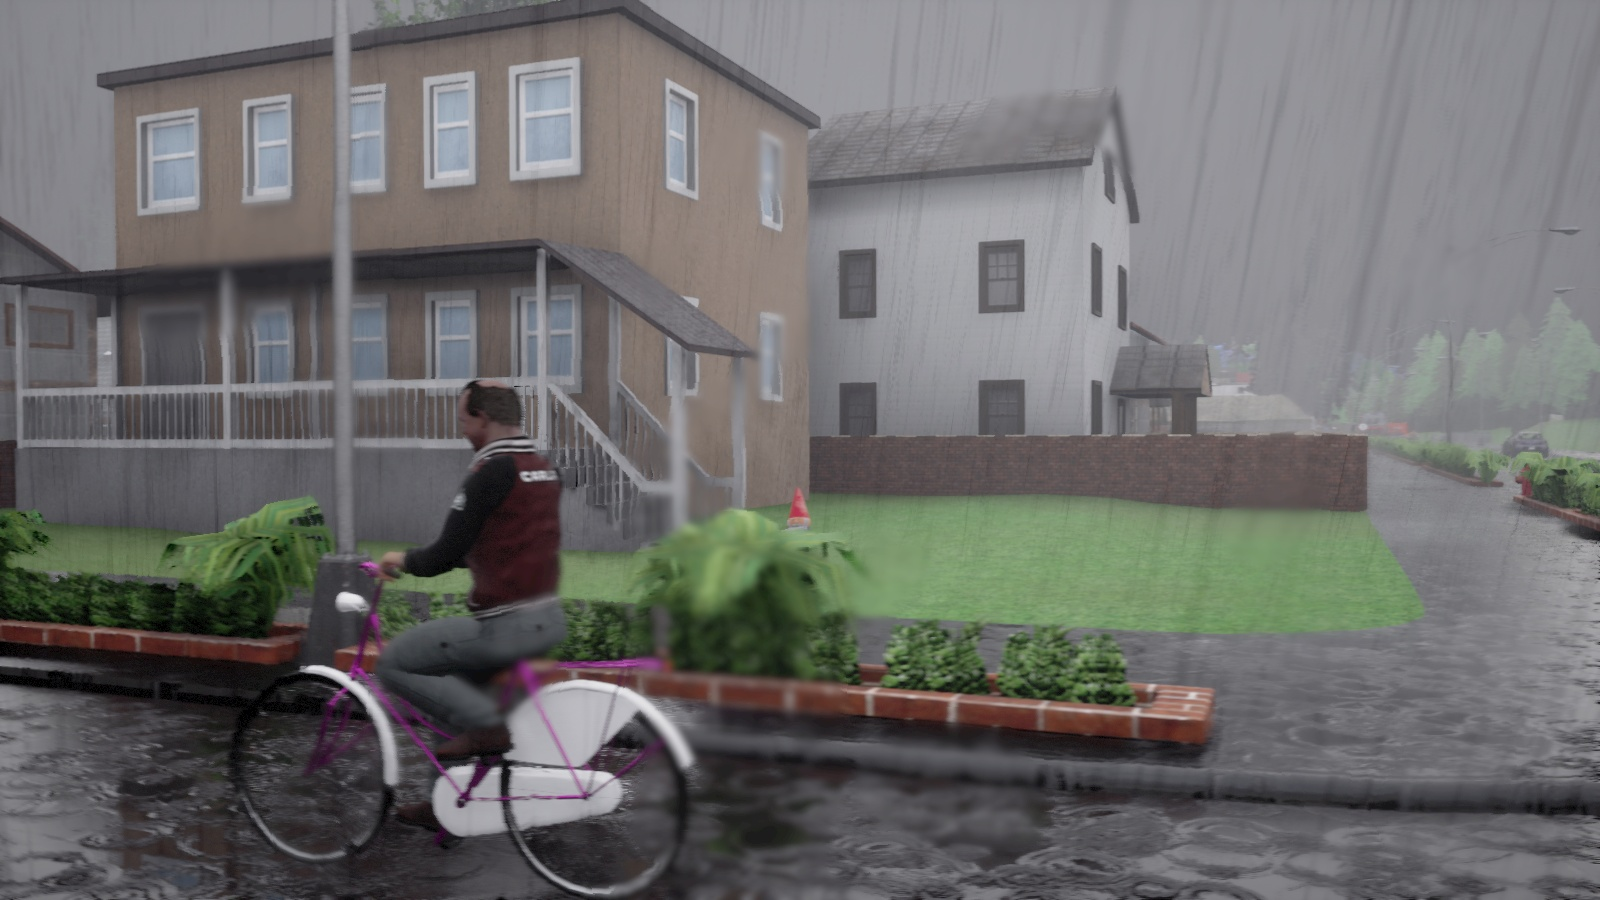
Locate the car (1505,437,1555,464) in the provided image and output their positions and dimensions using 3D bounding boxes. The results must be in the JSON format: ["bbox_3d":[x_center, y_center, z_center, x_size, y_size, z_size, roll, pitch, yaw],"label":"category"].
[{"bbox_3d":[40.460,0.004,69.662,1.816,1.474,4.193,1,1,22],"label":"car"}]

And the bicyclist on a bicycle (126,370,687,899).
[{"bbox_3d":[-1.385,0.629,4.426,1.843,1.776,0.659,1,1,19],"label":"bicyclist on a bicycle"}]
